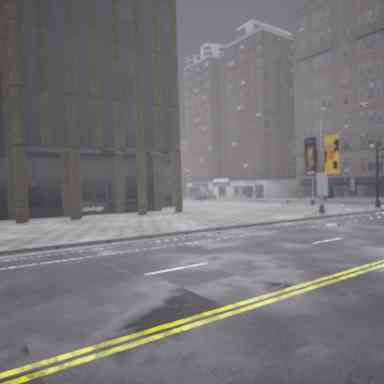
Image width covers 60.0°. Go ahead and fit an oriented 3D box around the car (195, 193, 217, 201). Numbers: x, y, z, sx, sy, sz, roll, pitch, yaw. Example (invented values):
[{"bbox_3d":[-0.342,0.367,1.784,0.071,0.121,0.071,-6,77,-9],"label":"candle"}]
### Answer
[{"bbox_3d":[2.446,0.891,59.519,2.128,1.511,4.902,-3,1,-35],"label":"car"}]
